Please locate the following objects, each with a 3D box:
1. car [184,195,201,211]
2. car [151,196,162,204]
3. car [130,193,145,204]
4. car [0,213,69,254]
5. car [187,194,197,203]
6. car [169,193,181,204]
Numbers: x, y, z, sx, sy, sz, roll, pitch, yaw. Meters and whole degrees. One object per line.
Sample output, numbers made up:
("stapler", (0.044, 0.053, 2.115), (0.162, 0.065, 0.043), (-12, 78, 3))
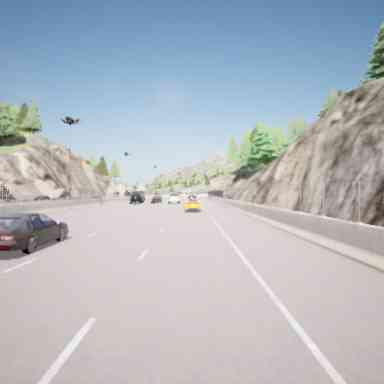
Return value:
("car", (0.093, 1.488, 40.585), (1.882, 1.535, 5.008), (0, 0, 0))
("car", (-6.910, 1.503, 65.656), (2.128, 1.511, 4.902), (0, 0, 0))
("car", (-10.402, 1.230, 63.736), (2.150, 2.045, 5.566), (0, 0, 0))
("car", (-6.715, 1.546, 13.356), (2.033, 1.411, 5.357), (0, 0, -1))
("car", (-0.011, 1.342, 71.417), (2.097, 1.767, 4.553), (0, 0, 0))
("car", (-3.402, 1.235, 66.235), (2.150, 2.045, 5.566), (0, 0, 0))
